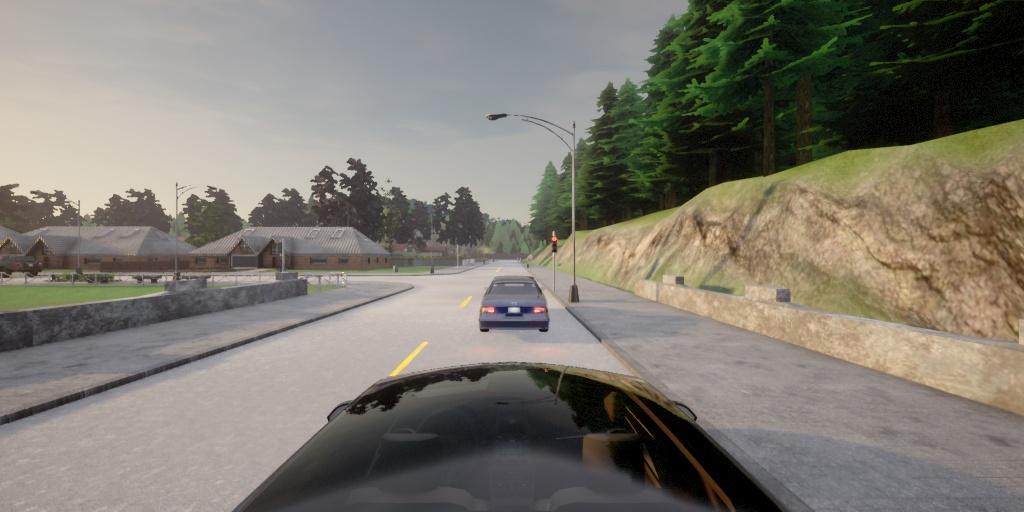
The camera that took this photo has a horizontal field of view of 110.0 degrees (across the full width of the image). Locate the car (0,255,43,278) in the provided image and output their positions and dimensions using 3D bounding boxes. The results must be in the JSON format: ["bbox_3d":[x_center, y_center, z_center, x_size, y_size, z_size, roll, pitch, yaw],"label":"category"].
[{"bbox_3d":[-47.379,0.971,33.336,5.566,2.045,2.150,0,0,1],"label":"car"}]

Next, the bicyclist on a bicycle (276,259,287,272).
[{"bbox_3d":[-24.167,1.099,37.589,0.582,1.620,1.656,0,0,0],"label":"bicyclist on a bicycle"}]

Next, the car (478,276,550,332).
[{"bbox_3d":[0.062,1.297,10.811,2.033,1.411,5.357,0,0,0],"label":"car"}]
